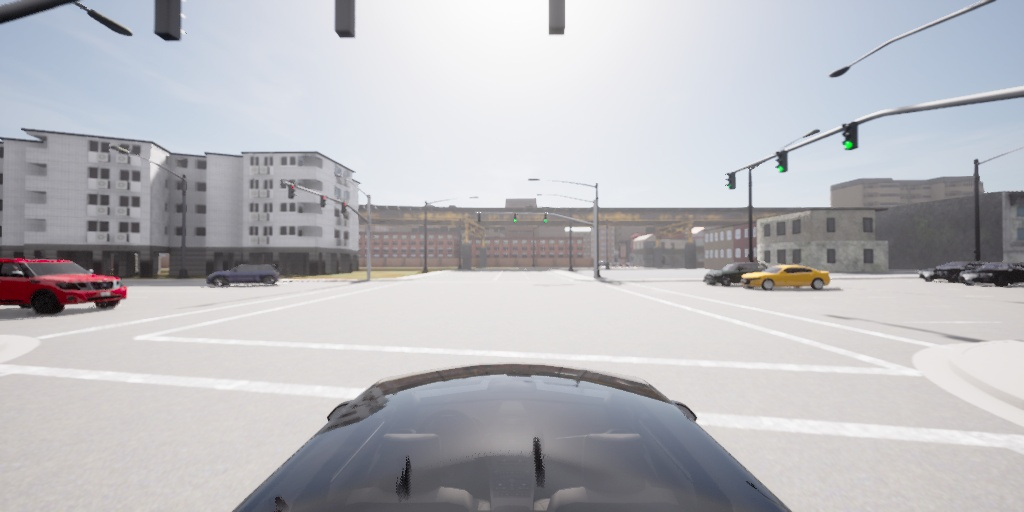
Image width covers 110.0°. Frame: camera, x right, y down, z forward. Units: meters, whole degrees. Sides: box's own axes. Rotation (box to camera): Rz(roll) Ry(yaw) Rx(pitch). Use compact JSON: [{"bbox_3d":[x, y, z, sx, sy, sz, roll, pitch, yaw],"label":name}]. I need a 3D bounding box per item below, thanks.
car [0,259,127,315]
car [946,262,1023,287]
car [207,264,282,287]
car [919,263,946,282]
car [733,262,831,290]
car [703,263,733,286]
[{"bbox_3d":[-18.514,1.123,13.949,5.566,2.045,2.150,0,-1,1],"label":"car"},{"bbox_3d":[31.685,1.147,22.894,4.902,1.511,2.128,-1,-1,1],"label":"car"},{"bbox_3d":[-20.632,1.427,27.814,4.553,1.767,2.097,0,-2,-26],"label":"car"},{"bbox_3d":[33.065,1.170,26.368,4.902,1.511,2.128,-1,-1,1],"label":"car"},{"bbox_3d":[17.555,1.358,23.177,5.008,1.535,1.882,-1,-1,1],"label":"car"},{"bbox_3d":[16.812,1.289,26.693,4.553,1.767,2.097,-1,-1,1],"label":"car"}]
